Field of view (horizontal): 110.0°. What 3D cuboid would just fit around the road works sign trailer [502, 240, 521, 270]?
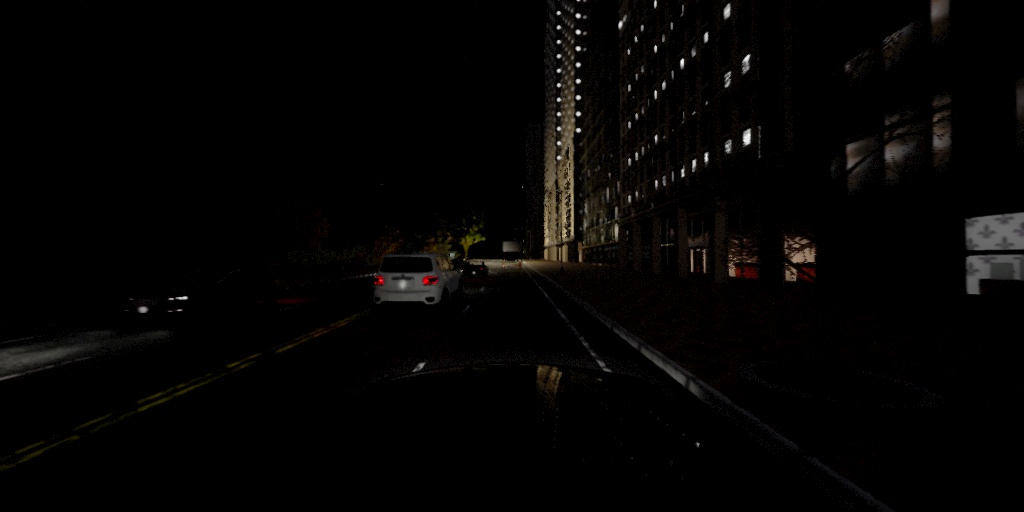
[{"bbox_3d":[-0.006,-0.158,44.993,2.380,3.560,2.880,0,0,0],"label":"road works sign trailer"}]

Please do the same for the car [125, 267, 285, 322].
[{"bbox_3d":[-9.804,1.144,11.987,2.128,1.511,4.902,0,1,0],"label":"car"}]

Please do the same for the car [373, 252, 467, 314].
[{"bbox_3d":[-3.236,0.865,13.372,2.150,2.045,5.566,0,1,0],"label":"car"}]

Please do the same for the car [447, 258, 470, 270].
[{"bbox_3d":[-6.578,0.948,44.604,2.033,1.411,5.357,0,0,0],"label":"car"}]

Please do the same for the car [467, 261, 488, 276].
[{"bbox_3d":[-3.177,1.088,32.215,1.895,1.301,4.718,0,0,0],"label":"car"}]
